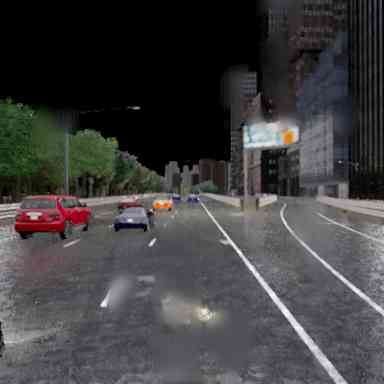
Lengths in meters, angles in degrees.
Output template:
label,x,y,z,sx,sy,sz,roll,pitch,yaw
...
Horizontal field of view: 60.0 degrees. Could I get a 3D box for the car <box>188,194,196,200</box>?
label,x,y,z,sx,sy,sz,roll,pitch,yaw
car,0.014,1.282,82.547,2.128,1.511,4.902,0,0,0

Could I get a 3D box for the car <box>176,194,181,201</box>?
label,x,y,z,sx,sy,sz,roll,pitch,yaw
car,-3.487,1.259,74.615,1.882,1.535,5.008,0,0,0

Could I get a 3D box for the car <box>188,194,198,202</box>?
label,x,y,z,sx,sy,sz,roll,pitch,yaw
car,0.122,1.286,67.753,1.882,1.535,5.008,0,0,0

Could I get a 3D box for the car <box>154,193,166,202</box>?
label,x,y,z,sx,sy,sz,roll,pitch,yaw
car,-6.987,1.140,72.501,2.097,1.767,4.553,0,0,0

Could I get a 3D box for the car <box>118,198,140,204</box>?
label,x,y,z,sx,sy,sz,roll,pitch,yaw
car,-6.895,1.411,36.938,1.882,1.535,5.008,0,0,0

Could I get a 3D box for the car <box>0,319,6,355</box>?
label,x,y,z,sx,sy,sz,roll,pitch,yaw
car,-3.398,1.562,2.595,1.994,1.385,4.181,0,0,0

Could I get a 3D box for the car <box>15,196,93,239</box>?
label,x,y,z,sx,sy,sz,roll,pitch,yaw
car,-6.897,1.205,17.215,2.150,2.045,5.566,0,0,0

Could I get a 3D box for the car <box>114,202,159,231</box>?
label,x,y,z,sx,sy,sz,roll,pitch,yaw
car,-3.396,1.541,20.284,1.994,1.385,4.181,0,0,0

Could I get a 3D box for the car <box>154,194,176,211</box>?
label,x,y,z,sx,sy,sz,roll,pitch,yaw
car,-3.392,1.277,39.368,2.097,1.767,4.553,0,0,0
